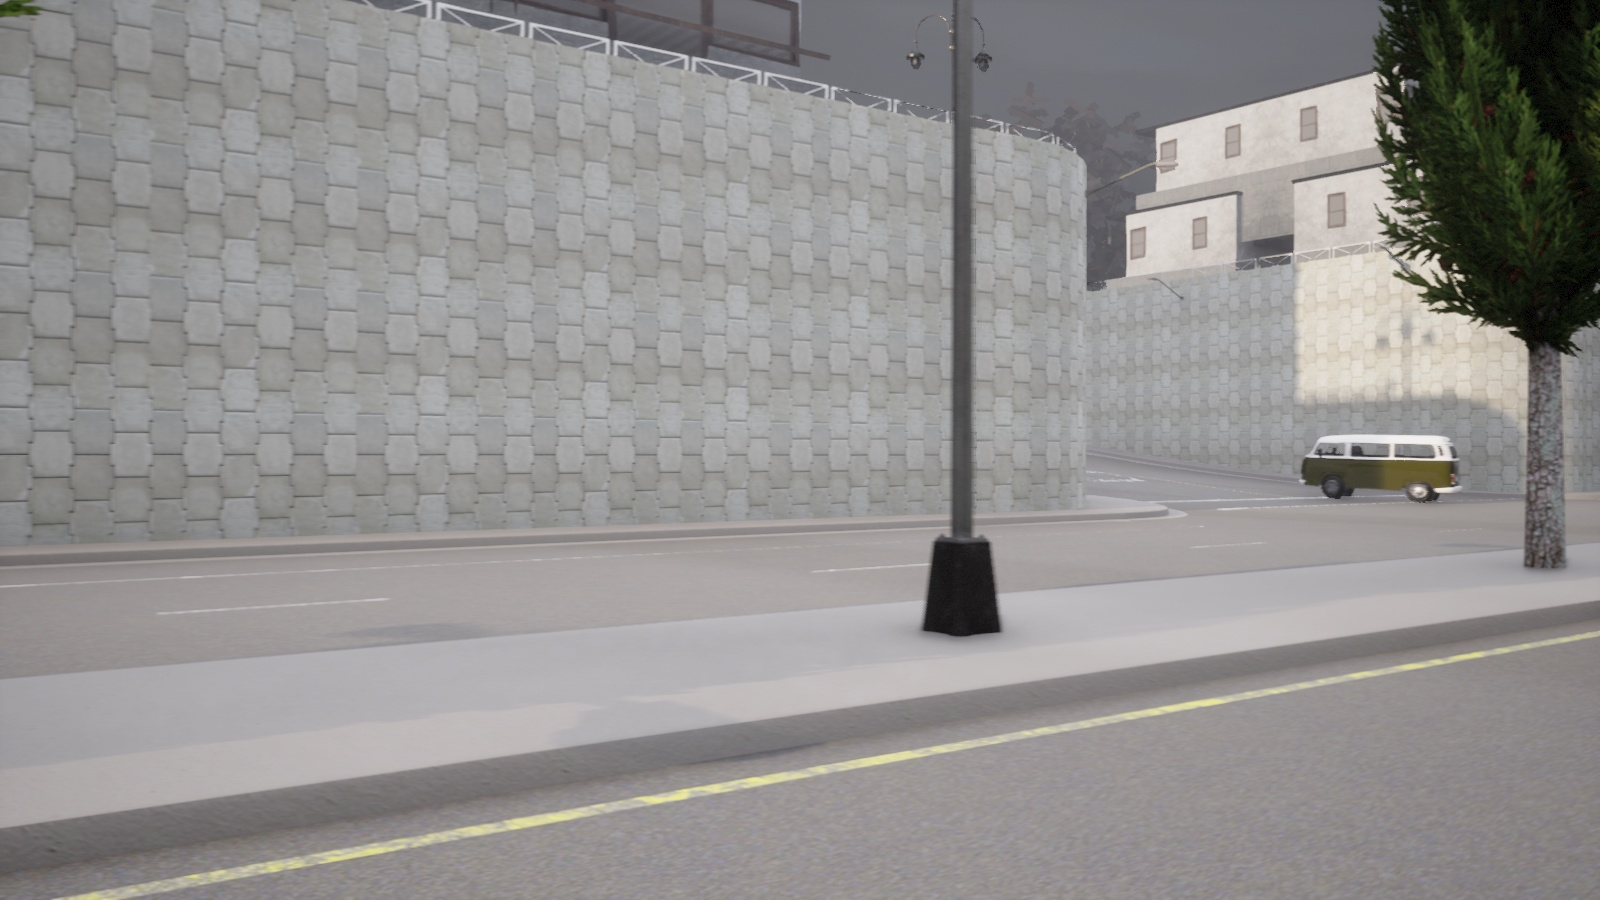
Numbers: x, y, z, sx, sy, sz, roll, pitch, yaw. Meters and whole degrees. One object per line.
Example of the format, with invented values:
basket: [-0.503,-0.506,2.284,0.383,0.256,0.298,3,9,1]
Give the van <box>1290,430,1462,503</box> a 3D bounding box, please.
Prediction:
van: [17.847,0.455,39.003,4.480,2.038,2.069,2,3,36]
